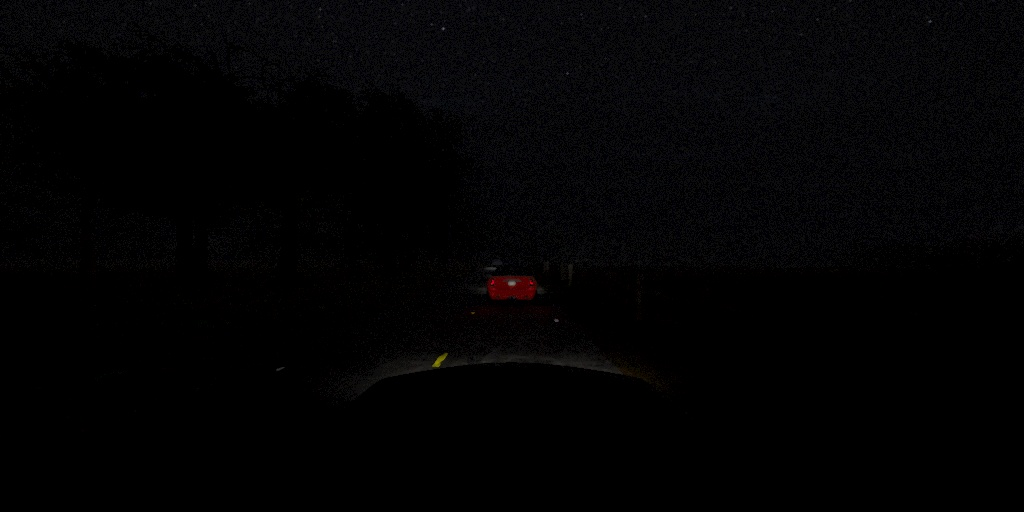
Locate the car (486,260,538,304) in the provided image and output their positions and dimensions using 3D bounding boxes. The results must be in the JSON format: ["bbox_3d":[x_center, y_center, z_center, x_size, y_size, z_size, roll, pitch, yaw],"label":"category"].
[{"bbox_3d":[0.000,1.123,16.479,2.097,1.767,4.553,0,0,0],"label":"car"}]
